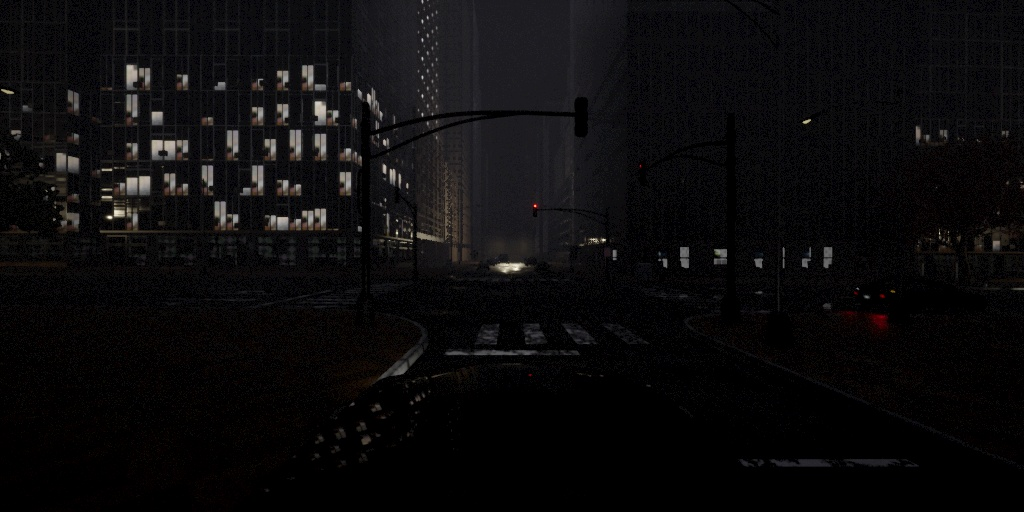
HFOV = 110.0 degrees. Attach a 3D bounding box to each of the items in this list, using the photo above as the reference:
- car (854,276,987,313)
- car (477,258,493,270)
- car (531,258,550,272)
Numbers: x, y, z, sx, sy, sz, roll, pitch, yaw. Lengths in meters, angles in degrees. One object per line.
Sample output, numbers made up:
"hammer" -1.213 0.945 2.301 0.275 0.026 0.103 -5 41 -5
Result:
"car" 17.709 1.623 15.677 4.674 1.442 1.812 1 0 -3
"car" -4.079 1.342 52.076 1.802 1.307 4.207 0 0 0
"car" 3.880 1.329 46.591 1.948 1.339 4.313 0 0 0
